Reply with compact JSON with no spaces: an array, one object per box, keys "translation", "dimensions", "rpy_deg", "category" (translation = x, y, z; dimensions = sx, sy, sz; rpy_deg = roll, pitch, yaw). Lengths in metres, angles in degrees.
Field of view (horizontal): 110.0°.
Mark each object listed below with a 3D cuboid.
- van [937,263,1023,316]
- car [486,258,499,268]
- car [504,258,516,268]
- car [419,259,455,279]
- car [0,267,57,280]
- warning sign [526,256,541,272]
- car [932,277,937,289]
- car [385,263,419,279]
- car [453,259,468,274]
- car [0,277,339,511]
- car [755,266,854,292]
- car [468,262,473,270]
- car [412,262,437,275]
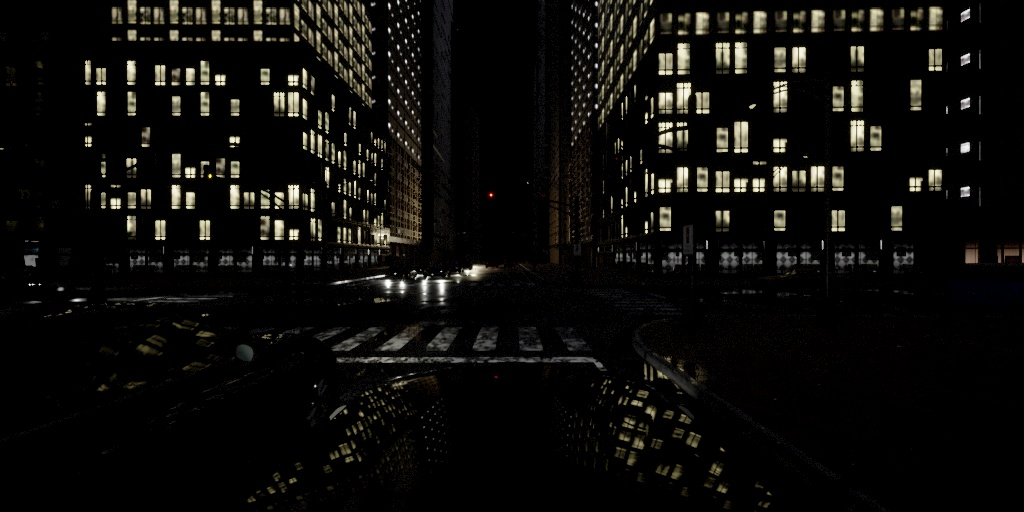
[{"translation":[18.288,1.119,12.779],"dimensions":[3.998,1.789,1.690],"rpy_deg":[0,0,2],"category":"van"},{"translation":[-3.545,1.214,63.651],"dimensions":[2.097,1.767,4.553],"rpy_deg":[0,0,-1],"category":"car"},{"translation":[-0.401,1.426,63.832],"dimensions":[1.994,1.385,4.181],"rpy_deg":[0,0,0],"category":"car"},{"translation":[-6.800,1.305,32.955],"dimensions":[1.812,1.442,4.674],"rpy_deg":[0,0,0],"category":"car"},{"translation":[-23.089,1.250,16.389],"dimensions":[4.902,1.511,2.128],"rpy_deg":[0,0,0],"category":"car"},{"translation":[2.598,0.910,40.836],"dimensions":[1.300,1.860,1.060],"rpy_deg":[0,0,0],"category":"warning sign"},{"translation":[26.802,1.357,20.522],"dimensions":[4.207,1.307,1.802],"rpy_deg":[0,0,2],"category":"car"},{"translation":[-10.051,1.343,32.799],"dimensions":[1.994,1.385,4.181],"rpy_deg":[0,0,0],"category":"car"},{"translation":[-6.864,1.277,42.828],"dimensions":[1.882,1.535,5.008],"rpy_deg":[0,0,0],"category":"car"},{"translation":[-3.155,1.102,2.560],"dimensions":[2.097,1.767,4.553],"rpy_deg":[0,0,0],"category":"car"},{"translation":[16.964,1.293,20.942],"dimensions":[4.829,1.417,1.751],"rpy_deg":[0,0,2],"category":"car"},{"translation":[-6.917,1.390,52.807],"dimensions":[1.994,1.385,4.181],"rpy_deg":[0,0,0],"category":"car"},{"translation":[-10.100,1.361,41.707],"dimensions":[1.994,1.385,4.181],"rpy_deg":[0,0,0],"category":"car"}]
